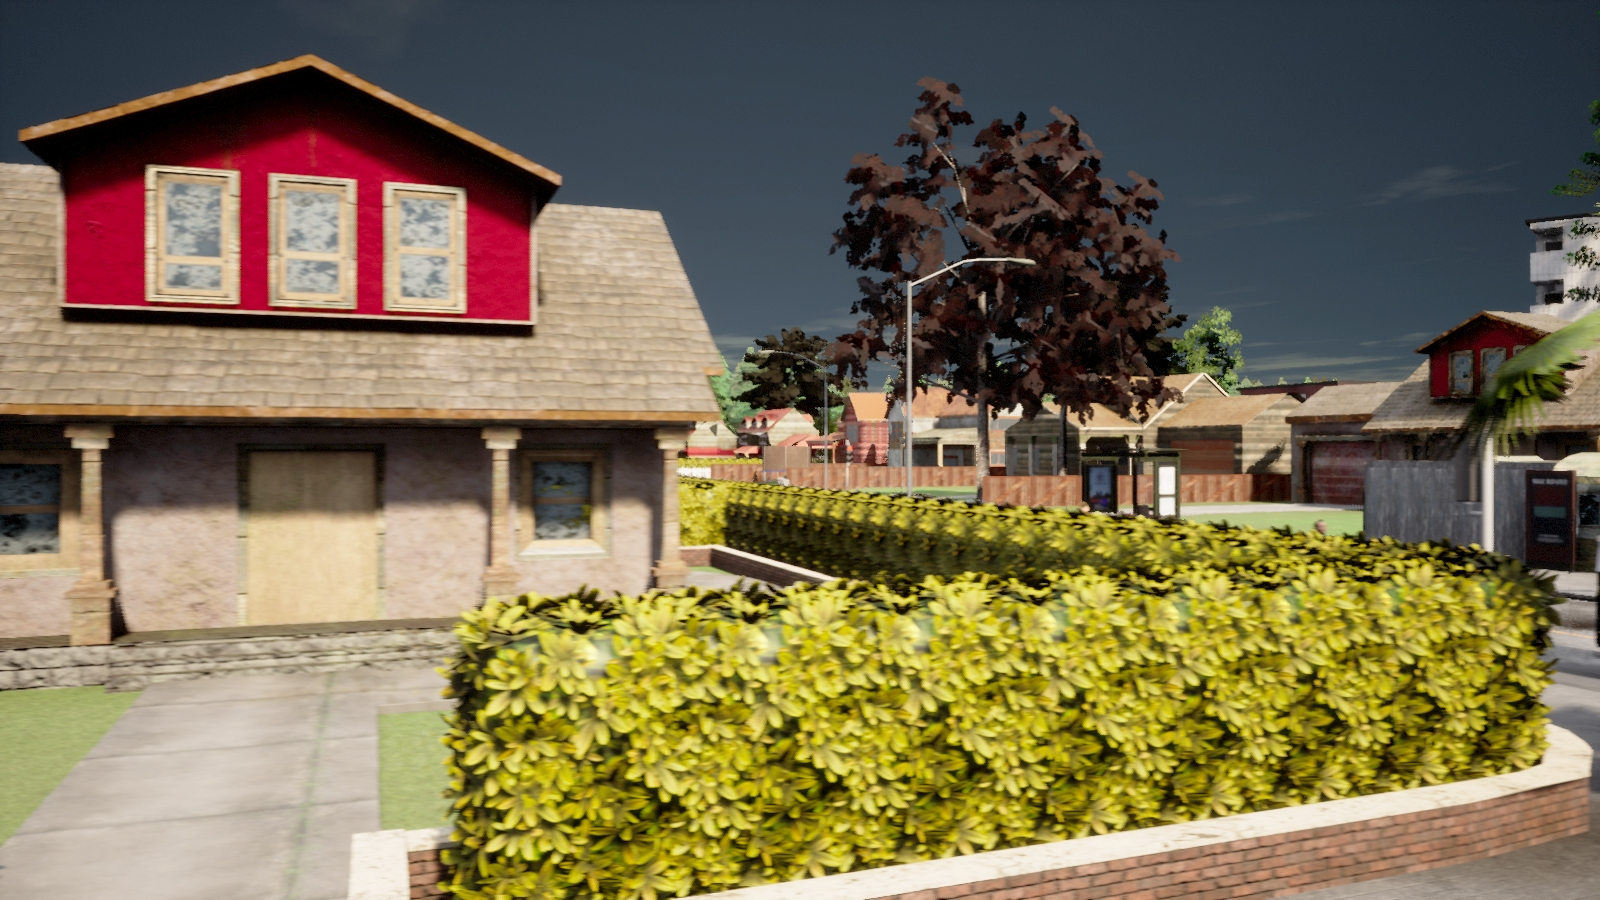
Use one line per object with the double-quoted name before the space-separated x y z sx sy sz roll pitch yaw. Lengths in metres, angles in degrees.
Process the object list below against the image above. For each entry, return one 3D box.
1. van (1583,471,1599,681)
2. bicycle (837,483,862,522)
"van" 11.759 1.534 11.785 1.988 2.561 5.915 -1 0 -23
"bicycle" 1.962 2.062 45.520 0.329 1.471 1.835 0 0 -20
